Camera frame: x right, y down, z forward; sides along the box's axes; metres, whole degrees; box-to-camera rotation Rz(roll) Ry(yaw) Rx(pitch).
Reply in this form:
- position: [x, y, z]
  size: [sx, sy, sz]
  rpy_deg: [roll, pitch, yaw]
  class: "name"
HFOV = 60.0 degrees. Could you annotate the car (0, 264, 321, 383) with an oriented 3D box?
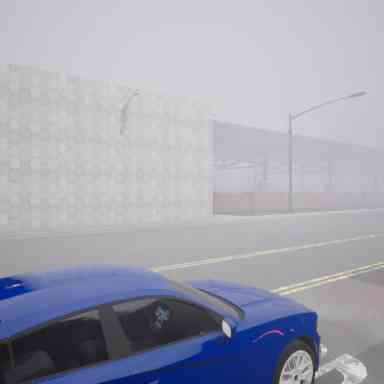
- position: [-0.776, 1.478, 3.196]
  size: [5.008, 1.535, 1.882]
  rpy_deg: [0, 0, -36]
  class: "car"
